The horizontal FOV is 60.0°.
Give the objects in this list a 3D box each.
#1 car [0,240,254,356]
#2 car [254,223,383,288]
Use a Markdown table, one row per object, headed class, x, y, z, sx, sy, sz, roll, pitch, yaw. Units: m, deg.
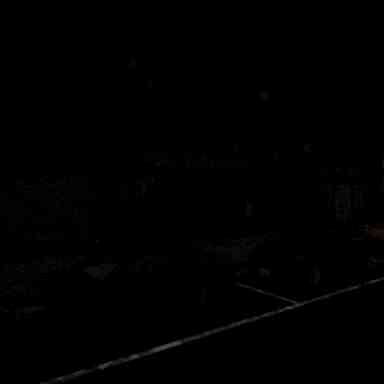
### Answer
| class | x | y | z | sx | sy | sz | roll | pitch | yaw |
| --- | --- | --- | --- | --- | --- | --- | --- | --- | --- |
| car | -1.078 | 1.582 | 5.998 | 4.206 | 1.307 | 1.802 | 0 | 0 | -36 |
| car | 3.536 | 1.565 | 9.291 | 4.313 | 1.339 | 1.947 | 0 | 0 | -36 |
